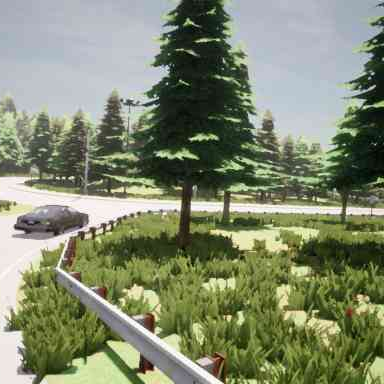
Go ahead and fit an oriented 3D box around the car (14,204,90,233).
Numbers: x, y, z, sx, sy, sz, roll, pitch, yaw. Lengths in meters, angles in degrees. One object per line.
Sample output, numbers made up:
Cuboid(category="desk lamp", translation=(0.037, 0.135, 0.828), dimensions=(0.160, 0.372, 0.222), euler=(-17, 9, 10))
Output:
Cuboid(category="car", translation=(-7.324, 1.398, 18.025), dimensions=(2.033, 1.411, 5.357), euler=(4, 1, 4))
